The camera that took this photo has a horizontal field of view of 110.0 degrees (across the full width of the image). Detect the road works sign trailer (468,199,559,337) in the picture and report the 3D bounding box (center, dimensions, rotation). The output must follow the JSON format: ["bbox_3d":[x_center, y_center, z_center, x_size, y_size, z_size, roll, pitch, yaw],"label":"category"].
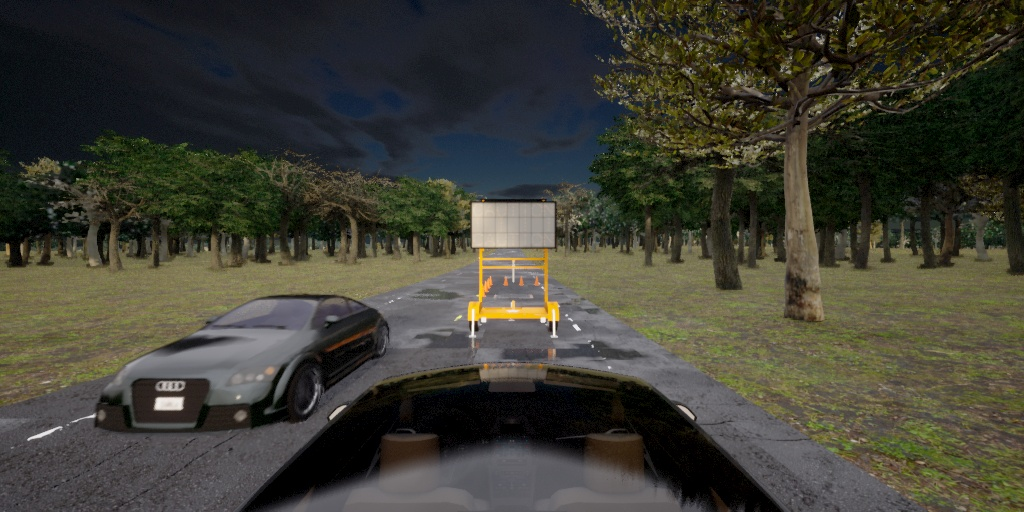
[{"bbox_3d":[0.042,0.198,10.177,2.380,3.560,2.880,0,0,0],"label":"road works sign trailer"}]

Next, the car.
[{"bbox_3d":[-3.477,1.312,5.637,1.994,1.385,4.181,0,0,0],"label":"car"}]
